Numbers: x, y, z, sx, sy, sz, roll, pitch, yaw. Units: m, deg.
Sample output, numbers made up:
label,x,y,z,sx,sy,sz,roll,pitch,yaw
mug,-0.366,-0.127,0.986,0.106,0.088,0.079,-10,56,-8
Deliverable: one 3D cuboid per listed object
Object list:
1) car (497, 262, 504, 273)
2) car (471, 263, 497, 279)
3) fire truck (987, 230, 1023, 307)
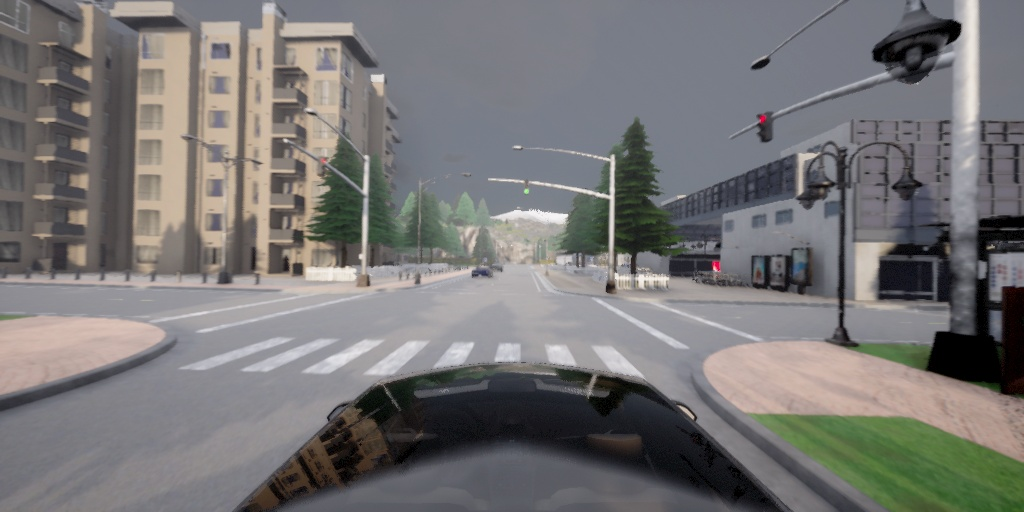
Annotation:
label,x,y,z,sx,sy,sz,roll,pitch,yaw
car,-2.296,1.736,54.875,1.882,1.535,5.008,1,-1,2
car,-3.029,1.642,37.194,1.895,1.301,4.718,1,-1,2
fire truck,23.560,0.683,14.053,8.468,3.827,2.891,1,-1,4
